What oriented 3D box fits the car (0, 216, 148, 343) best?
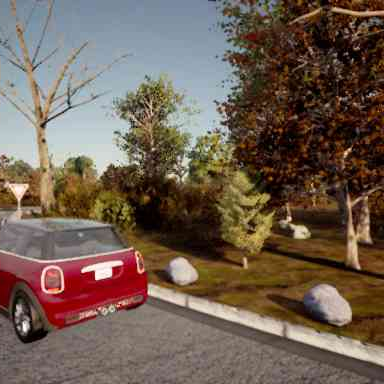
[{"bbox_3d":[-2.977,1.292,6.652,4.553,1.767,2.097,0,0,42],"label":"car"}]
